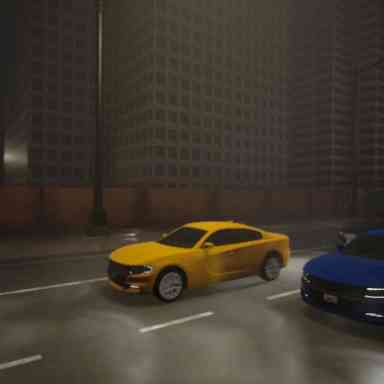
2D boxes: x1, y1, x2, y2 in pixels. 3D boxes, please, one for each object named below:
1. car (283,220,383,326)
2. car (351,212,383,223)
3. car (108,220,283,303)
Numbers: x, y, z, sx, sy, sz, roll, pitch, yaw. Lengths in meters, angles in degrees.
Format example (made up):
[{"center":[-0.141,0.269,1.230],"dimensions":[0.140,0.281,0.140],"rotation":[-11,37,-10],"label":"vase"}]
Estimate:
[{"center":[4.382,1.543,7.024],"dimensions":[5.008,1.535,1.882],"rotation":[1,0,-35],"label":"car"},{"center":[7.989,1.617,13.786],"dimensions":[4.902,1.511,2.128],"rotation":[1,0,-35],"label":"car"},{"center":[0.376,1.519,8.501],"dimensions":[5.008,1.535,1.882],"rotation":[1,0,-35],"label":"car"}]
